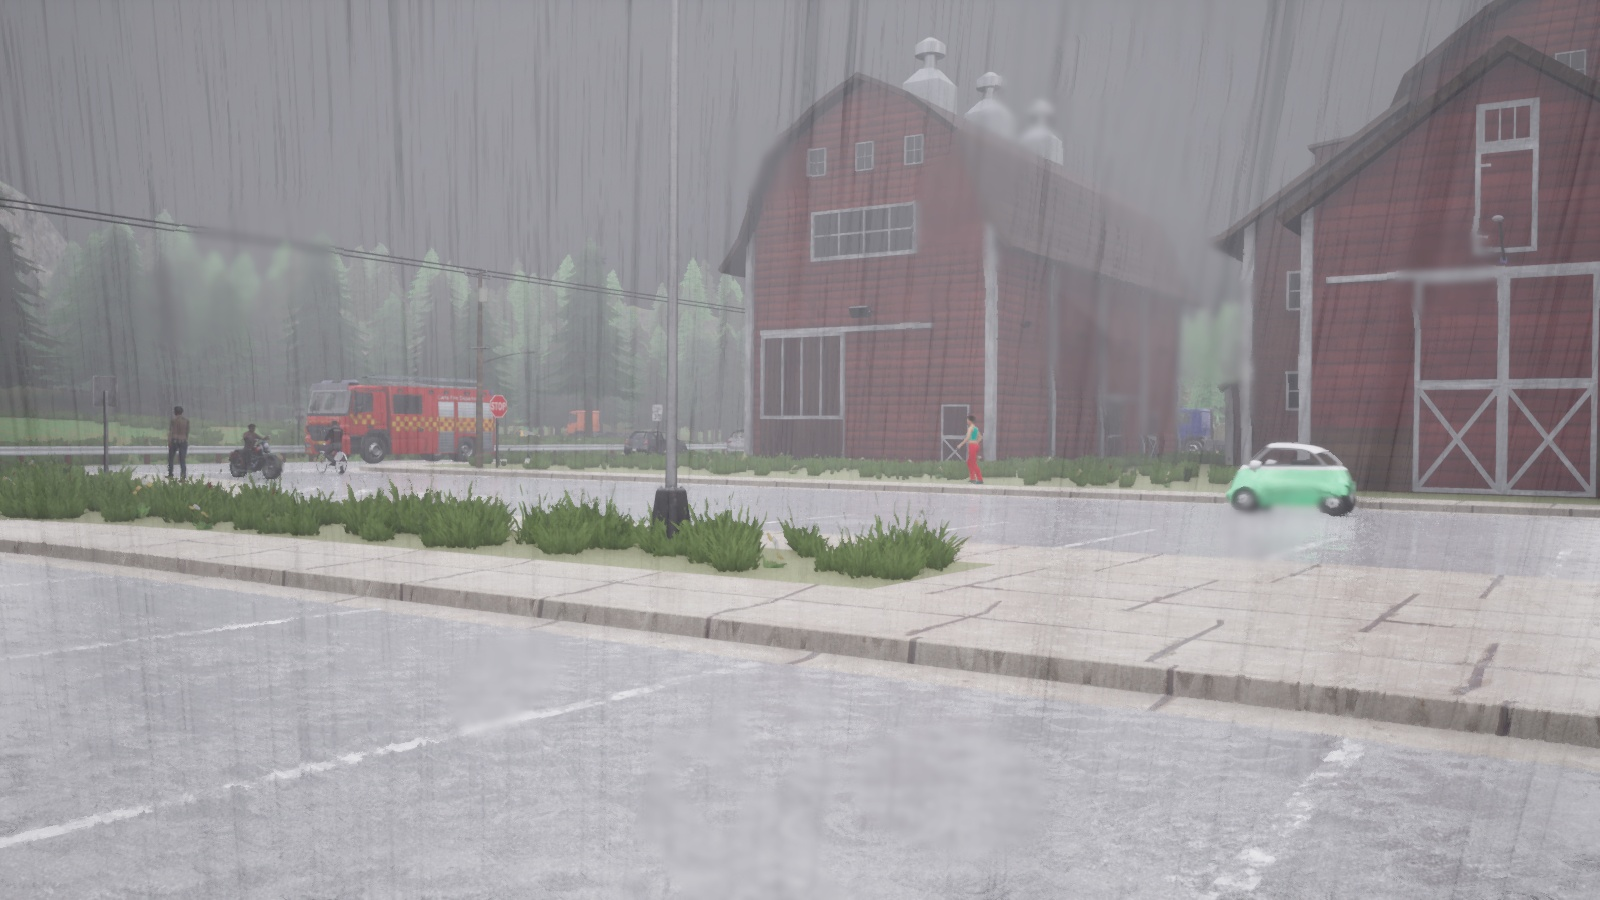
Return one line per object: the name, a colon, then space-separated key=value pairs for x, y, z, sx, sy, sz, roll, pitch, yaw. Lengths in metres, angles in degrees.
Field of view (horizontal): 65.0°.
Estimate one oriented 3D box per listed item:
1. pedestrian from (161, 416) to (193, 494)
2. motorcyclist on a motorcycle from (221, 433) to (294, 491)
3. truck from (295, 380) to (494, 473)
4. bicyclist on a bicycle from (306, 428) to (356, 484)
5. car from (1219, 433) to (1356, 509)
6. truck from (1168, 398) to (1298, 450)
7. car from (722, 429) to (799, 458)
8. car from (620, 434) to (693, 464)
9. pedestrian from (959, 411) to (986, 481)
pedestrian: x=-14.661 y=0.116 z=29.542 sx=0.869 sy=1.805 sz=0.328 roll=0 pitch=1 yaw=41
motorcyclist on a motorcycle: x=-15.721 y=0.327 z=36.388 sx=2.350 sy=1.649 sz=0.766 roll=0 pitch=1 yaw=33
truck: x=-17.956 y=-1.039 z=56.289 sx=2.891 sy=3.827 sz=8.468 roll=0 pitch=1 yaw=34
bicyclist on a bicycle: x=-15.085 y=0.187 z=40.383 sx=1.843 sy=1.776 sz=0.659 roll=0 pitch=1 yaw=39
car: x=9.413 y=0.370 z=24.246 sx=2.207 sy=1.376 sz=1.481 roll=0 pitch=1 yaw=33
truck: x=29.636 y=-1.724 z=86.089 sx=7.936 sy=3.462 sz=2.891 roll=0 pitch=1 yaw=33
car: x=-2.267 y=-0.404 z=73.264 sx=2.242 sy=1.667 sz=4.611 roll=0 pitch=1 yaw=34
car: x=-7.447 y=-0.083 z=65.595 sx=1.845 sy=1.501 sz=3.633 roll=0 pitch=1 yaw=34
pedestrian: x=4.549 y=-0.107 z=33.164 sx=0.594 sy=1.836 sz=0.345 roll=0 pitch=1 yaw=33
